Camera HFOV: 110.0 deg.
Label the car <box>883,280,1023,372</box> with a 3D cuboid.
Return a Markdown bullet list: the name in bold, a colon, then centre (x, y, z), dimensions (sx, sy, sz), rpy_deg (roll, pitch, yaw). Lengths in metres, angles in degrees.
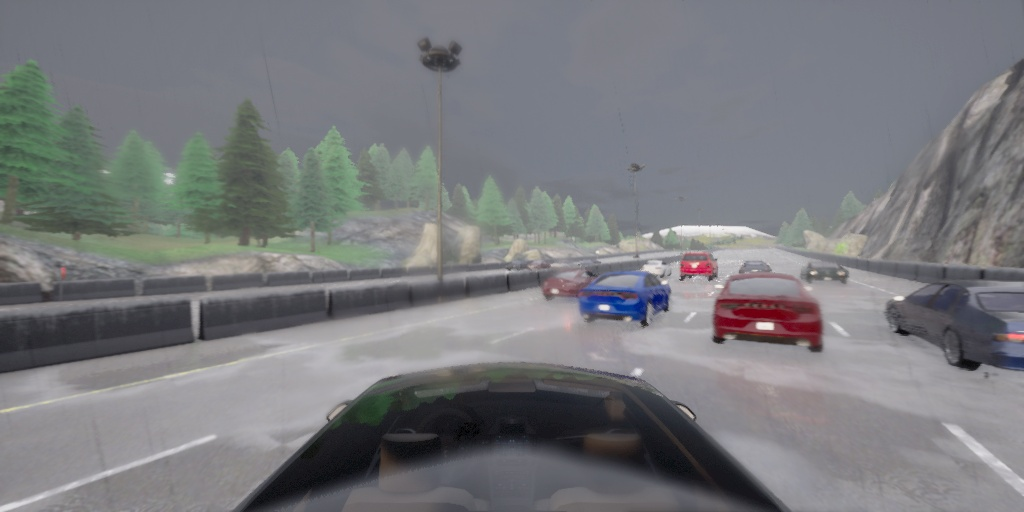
- **car**: centre (8.918, 1.156, 6.690), dimensions (2.033, 1.411, 5.357), rpy_deg (-1, 0, 34)

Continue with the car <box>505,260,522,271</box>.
- **car**: centre (1.135, 1.324, 51.994), dimensions (2.033, 1.411, 5.357), rpy_deg (-1, 0, 34)

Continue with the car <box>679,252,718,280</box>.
- **car**: centre (14.256, 0.747, 27.335), dimensions (2.150, 2.045, 5.566), rpy_deg (-1, 0, 34)

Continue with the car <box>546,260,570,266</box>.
- **car**: centre (6.893, 1.245, 48.013), dimensions (1.895, 1.301, 4.718), rpy_deg (-1, 0, 34)

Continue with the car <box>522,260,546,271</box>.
- **car**: centre (3.801, 1.245, 49.694), dimensions (1.812, 1.442, 4.674), rpy_deg (-1, 0, 34)

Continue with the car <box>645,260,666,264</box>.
- **car**: centre (12.359, 1.092, 30.787), dimensions (1.812, 1.442, 4.674), rpy_deg (-1, 0, 34)

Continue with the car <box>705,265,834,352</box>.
- **car**: centre (6.142, 1.152, 8.835), dimensions (1.882, 1.535, 5.008), rpy_deg (-1, 0, 34)

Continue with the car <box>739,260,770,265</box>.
- **car**: centre (17.944, 1.001, 26.546), dimensions (1.994, 1.385, 4.181), rpy_deg (-1, 0, 34)

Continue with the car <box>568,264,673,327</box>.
- **car**: centre (3.843, 1.212, 11.696), dimensions (1.882, 1.535, 5.008), rpy_deg (-1, 0, 34)

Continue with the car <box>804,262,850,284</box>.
- **car**: centre (19.542, 1.005, 22.633), dimensions (1.895, 1.301, 4.718), rpy_deg (-1, 0, 34)

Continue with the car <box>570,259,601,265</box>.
- **car**: centre (9.870, 1.121, 46.171), dimensions (2.033, 1.411, 5.357), rpy_deg (-1, 0, 34)

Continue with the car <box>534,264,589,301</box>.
- **car**: centre (3.076, 1.295, 16.882), dimensions (1.812, 1.442, 4.674), rpy_deg (-1, 0, 33)
